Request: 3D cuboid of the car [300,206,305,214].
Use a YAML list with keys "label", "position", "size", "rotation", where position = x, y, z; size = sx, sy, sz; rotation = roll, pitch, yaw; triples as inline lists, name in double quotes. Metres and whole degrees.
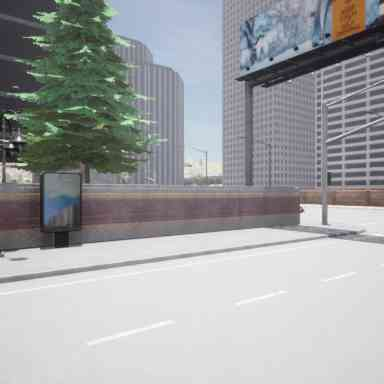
- label: "car"
  position: [9.236, 1.563, 33.590]
  size: [1.994, 1.385, 4.181]
  rotation: [0, 0, -35]
